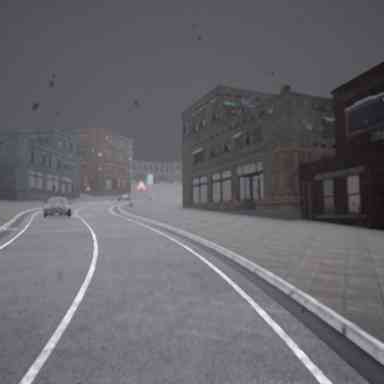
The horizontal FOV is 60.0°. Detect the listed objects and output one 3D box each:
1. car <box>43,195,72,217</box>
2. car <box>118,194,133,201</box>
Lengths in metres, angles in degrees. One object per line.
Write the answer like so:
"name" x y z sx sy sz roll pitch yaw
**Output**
"car" -11.382 1.158 28.257 2.097 1.767 4.553 1 0 -21
"car" -13.966 1.208 69.853 1.812 1.442 4.674 -1 0 12
